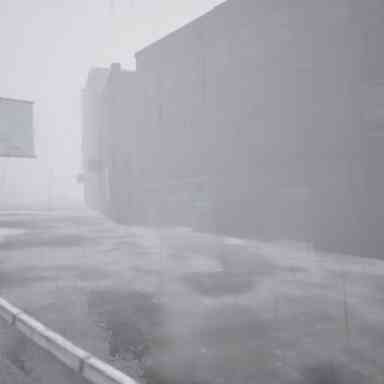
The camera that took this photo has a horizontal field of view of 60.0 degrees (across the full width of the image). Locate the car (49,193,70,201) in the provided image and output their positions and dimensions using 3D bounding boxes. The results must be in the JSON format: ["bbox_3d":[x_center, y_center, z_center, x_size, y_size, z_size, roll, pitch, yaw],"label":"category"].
[{"bbox_3d":[-24.930,0.910,62.716,1.837,1.490,4.892,-4,0,14],"label":"car"}]

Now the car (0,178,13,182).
[{"bbox_3d":[-45.632,-2.639,79.043,2.002,1.452,4.674,-3,-2,9],"label":"car"}]

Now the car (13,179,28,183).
[{"bbox_3d":[-44.842,-2.527,84.406,2.231,1.521,4.892,-3,-2,8],"label":"car"}]
